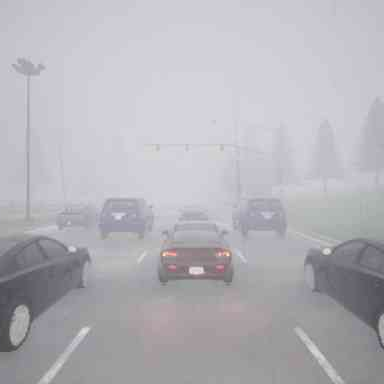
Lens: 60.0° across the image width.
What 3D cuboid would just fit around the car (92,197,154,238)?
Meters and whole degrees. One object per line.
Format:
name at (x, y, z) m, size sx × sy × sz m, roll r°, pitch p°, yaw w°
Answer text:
car at (-3.409, 1.278, 18.091) m, size 2.150 × 2.045 × 5.566 m, roll 0°, pitch 0°, yaw 0°

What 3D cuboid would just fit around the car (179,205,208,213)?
car at (0.089, 1.592, 22.090) m, size 1.812 × 1.442 × 4.674 m, roll 0°, pitch 0°, yaw 0°

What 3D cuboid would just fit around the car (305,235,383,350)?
car at (3.597, 1.496, 5.901) m, size 1.882 × 1.535 × 5.008 m, roll 0°, pitch 0°, yaw 0°

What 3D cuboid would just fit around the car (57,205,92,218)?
car at (-6.911, 1.557, 21.159) m, size 2.128 × 1.511 × 4.902 m, roll 0°, pitch 0°, yaw 0°

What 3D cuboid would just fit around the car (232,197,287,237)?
car at (3.590, 1.278, 18.484) m, size 2.150 × 2.045 × 5.566 m, roll 0°, pitch 0°, yaw 0°

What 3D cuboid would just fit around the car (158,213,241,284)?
car at (0.094, 1.554, 9.557) m, size 1.812 × 1.442 × 4.674 m, roll 0°, pitch 0°, yaw 0°

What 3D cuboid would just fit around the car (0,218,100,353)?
car at (-3.404, 1.497, 6.193) m, size 1.882 × 1.535 × 5.008 m, roll 0°, pitch 0°, yaw 0°
